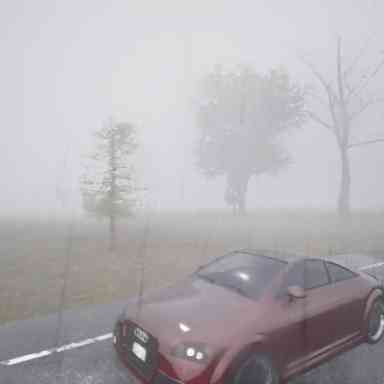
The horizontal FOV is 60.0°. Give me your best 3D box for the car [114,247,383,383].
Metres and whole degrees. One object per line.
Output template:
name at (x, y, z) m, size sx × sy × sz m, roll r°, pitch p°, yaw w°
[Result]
car at (1.037, 1.561, 4.817) m, size 4.181 × 1.385 × 1.994 m, roll 0°, pitch 0°, yaw -36°
